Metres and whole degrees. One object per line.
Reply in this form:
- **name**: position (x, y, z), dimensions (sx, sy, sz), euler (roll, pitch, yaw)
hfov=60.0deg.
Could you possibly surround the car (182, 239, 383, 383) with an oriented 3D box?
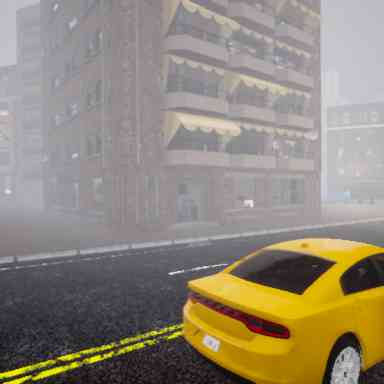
- **car**: position (2.212, 1.467, 5.042), dimensions (5.008, 1.535, 1.882), euler (0, 0, -36)

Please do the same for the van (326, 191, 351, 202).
- **van**: position (25.958, 0.765, 58.770), dimensions (3.998, 1.788, 1.690), euler (1, 0, 21)
